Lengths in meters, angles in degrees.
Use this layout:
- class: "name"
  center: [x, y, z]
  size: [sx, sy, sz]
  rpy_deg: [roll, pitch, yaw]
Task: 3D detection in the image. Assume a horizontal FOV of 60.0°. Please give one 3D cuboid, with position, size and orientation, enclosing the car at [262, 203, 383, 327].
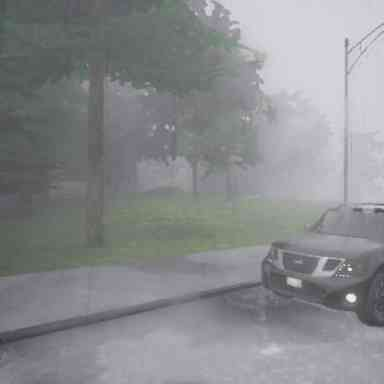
- class: "car"
  center: [4.065, 1.297, 7.537]
  size: [5.566, 2.045, 2.150]
  rpy_deg: [1, -1, -36]
